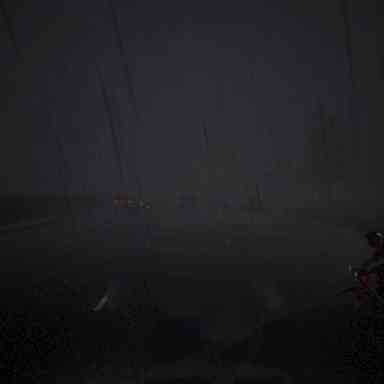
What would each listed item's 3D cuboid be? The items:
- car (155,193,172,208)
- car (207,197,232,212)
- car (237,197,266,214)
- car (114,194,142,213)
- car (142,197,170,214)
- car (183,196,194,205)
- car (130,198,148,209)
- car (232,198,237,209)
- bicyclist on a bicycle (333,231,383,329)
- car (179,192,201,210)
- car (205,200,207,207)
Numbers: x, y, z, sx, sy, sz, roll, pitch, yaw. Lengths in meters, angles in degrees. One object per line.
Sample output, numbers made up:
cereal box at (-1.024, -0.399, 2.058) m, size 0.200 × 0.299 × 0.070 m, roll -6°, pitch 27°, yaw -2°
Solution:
car at (-4.023, 1.221, 46.364) m, size 2.150 × 2.045 × 5.566 m, roll 0°, pitch 0°, yaw 0°
car at (3.123, 1.504, 38.651) m, size 1.837 × 1.490 × 4.892 m, roll 0°, pitch 0°, yaw 0°
car at (6.607, 1.352, 36.184) m, size 2.097 × 1.767 × 4.553 m, roll 0°, pitch 0°, yaw 0°
car at (-7.341, 1.221, 37.700) m, size 2.150 × 2.045 × 5.566 m, roll 0°, pitch 0°, yaw -1°
car at (-3.825, 1.547, 36.120) m, size 2.033 × 1.411 × 5.357 m, roll 0°, pitch 0°, yaw 0°
car at (-0.583, 1.477, 58.161) m, size 1.882 × 1.535 × 5.008 m, roll 0°, pitch 0°, yaw -1°
car at (-7.510, 1.601, 47.463) m, size 1.895 × 1.301 × 4.718 m, roll 0°, pitch 0°, yaw 0°
car at (6.486, 1.547, 45.495) m, size 2.033 × 1.411 × 5.357 m, roll 0°, pitch 0°, yaw 0°
bicyclist on a bicycle at (3.136, 1.454, 5.376) m, size 1.656 × 1.620 × 0.582 m, roll -2°, pitch 0°, yaw 11°
car at (-0.394, 1.217, 42.155) m, size 2.150 × 2.045 × 5.566 m, roll 0°, pitch 0°, yaw -1°
car at (2.983, 1.504, 48.063) m, size 1.837 × 1.490 × 4.892 m, roll 0°, pitch 0°, yaw 0°
